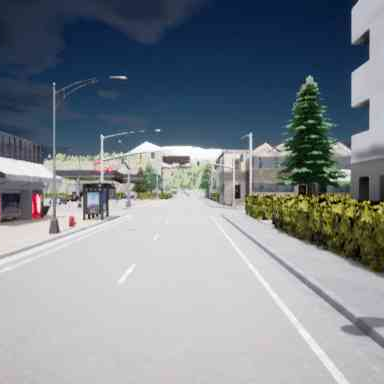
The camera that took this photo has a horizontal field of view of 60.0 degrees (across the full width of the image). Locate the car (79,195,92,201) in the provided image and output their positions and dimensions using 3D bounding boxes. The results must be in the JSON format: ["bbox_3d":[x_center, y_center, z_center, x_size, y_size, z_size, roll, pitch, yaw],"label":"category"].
[{"bbox_3d":[-25.952,1.525,81.460,1.970,1.475,3.806,0,0,0],"label":"car"}]

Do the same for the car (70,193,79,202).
[{"bbox_3d":[-25.891,1.260,72.981,1.932,1.855,4.605,0,0,0],"label":"car"}]

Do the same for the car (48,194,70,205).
[{"bbox_3d":[-22.566,1.393,55.930,1.970,1.475,3.806,0,0,0],"label":"car"}]

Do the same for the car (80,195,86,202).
[{"bbox_3d":[-18.922,1.460,62.989,2.007,1.523,4.514,0,0,0],"label":"car"}]
